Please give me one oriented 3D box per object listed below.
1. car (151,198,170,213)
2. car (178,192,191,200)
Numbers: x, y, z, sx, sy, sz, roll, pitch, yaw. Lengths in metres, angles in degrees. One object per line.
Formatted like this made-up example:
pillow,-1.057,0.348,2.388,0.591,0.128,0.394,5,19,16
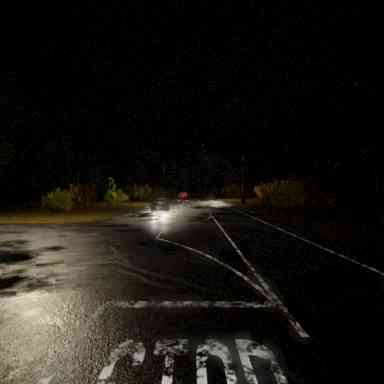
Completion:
car,-3.412,1.472,36.604,2.128,1.511,4.902,0,0,0
car,-2.411,1.105,88.656,2.150,2.045,5.566,0,0,7
